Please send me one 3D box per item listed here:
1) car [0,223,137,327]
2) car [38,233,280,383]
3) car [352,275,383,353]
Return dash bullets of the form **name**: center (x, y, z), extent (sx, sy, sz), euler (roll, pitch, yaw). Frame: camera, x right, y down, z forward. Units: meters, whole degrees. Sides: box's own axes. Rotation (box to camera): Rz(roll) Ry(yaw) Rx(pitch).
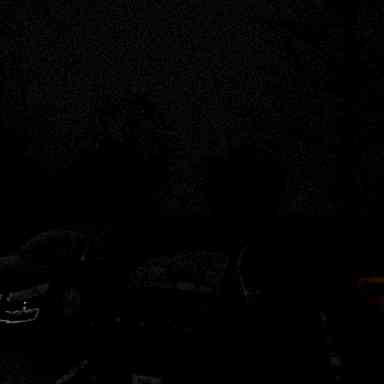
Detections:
- **car**: center (-2.516, 1.480, 7.303), extent (2.231, 1.521, 4.892), euler (1, -1, 16)
- **car**: center (0.241, 1.484, 5.323), extent (2.231, 1.521, 4.892), euler (0, -1, 15)
- **car**: center (3.051, 1.486, 3.538), extent (1.946, 1.575, 5.366), euler (0, -1, 16)
